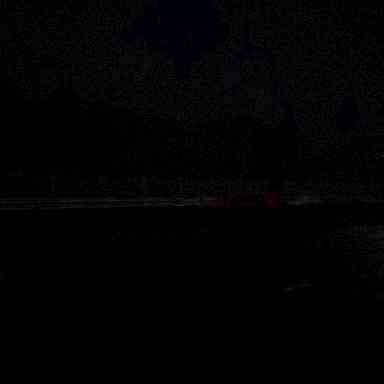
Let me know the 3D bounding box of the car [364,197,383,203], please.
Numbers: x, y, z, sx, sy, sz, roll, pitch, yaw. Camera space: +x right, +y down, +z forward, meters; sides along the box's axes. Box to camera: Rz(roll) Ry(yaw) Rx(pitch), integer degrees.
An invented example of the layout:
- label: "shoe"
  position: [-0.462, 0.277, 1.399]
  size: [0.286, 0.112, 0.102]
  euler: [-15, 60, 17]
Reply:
- label: "car"
  position: [18.486, 1.356, 32.913]
  size: [4.674, 1.442, 1.812]
  euler: [0, 0, -33]

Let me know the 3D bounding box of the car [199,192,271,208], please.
- label: "car"
  position: [3.013, 1.045, 22.827]
  size: [5.566, 2.045, 2.150]
  euler: [0, 1, -33]

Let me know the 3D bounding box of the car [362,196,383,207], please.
- label: "car"
  position: [25.673, 1.328, 45.959]
  size: [4.181, 1.385, 1.994]
  euler: [0, 1, -33]

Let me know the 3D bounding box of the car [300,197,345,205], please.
- label: "car"
  position: [13.665, 1.394, 33.964]
  size: [4.718, 1.301, 1.895]
  euler: [0, 1, -33]

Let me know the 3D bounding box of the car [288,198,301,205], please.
- label: "car"
  position: [12.845, 1.284, 37.598]
  size: [4.674, 1.442, 1.812]
  euler: [0, 0, -33]
